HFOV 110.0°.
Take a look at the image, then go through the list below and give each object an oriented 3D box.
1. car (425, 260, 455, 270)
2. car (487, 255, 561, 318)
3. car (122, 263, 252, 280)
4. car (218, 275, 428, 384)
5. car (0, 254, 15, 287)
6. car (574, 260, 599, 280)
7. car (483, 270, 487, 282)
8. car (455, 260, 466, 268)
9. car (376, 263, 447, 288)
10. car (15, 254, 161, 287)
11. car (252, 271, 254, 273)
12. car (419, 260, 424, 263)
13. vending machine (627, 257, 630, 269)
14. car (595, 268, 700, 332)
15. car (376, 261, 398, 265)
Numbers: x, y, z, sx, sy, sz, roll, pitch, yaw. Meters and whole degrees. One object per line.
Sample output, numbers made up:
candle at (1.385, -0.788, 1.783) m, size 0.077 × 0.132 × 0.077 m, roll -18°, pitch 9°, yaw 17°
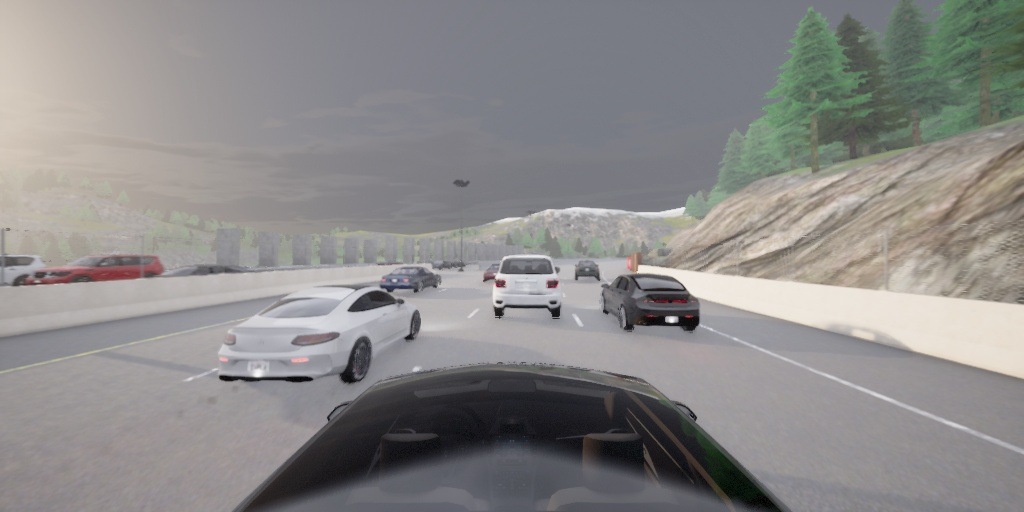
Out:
car at (-10.391, 1.329, 51.808) m, size 1.812 × 1.442 × 4.674 m, roll 0°, pitch 0°, yaw 15°
car at (0.604, 0.992, 13.249) m, size 2.150 × 2.045 × 5.566 m, roll 0°, pitch 0°, yaw 4°
car at (-16.643, 1.238, 18.822) m, size 1.837 × 1.490 × 4.892 m, roll 0°, pitch 0°, yaw 6°
car at (-3.234, 1.276, 6.982) m, size 1.812 × 1.442 × 4.674 m, roll 0°, pitch 0°, yaw 2°
car at (-27.286, 0.925, 17.862) m, size 2.150 × 2.045 × 5.566 m, roll 0°, pitch 0°, yaw 5°
car at (6.704, 1.169, 32.183) m, size 2.097 × 1.767 × 4.553 m, roll 0°, pitch 0°, yaw 11°
car at (-0.971, 1.355, 29.070) m, size 1.994 × 1.385 × 4.181 m, roll 0°, pitch 0°, yaw 9°
car at (-10.086, 1.424, 64.066) m, size 1.895 × 1.301 × 4.718 m, roll 0°, pitch 0°, yaw 20°
car at (-5.715, 1.313, 20.821) m, size 2.033 × 1.411 × 5.357 m, roll 0°, pitch 0°, yaw 7°
car at (-23.502, 0.939, 20.701) m, size 2.150 × 2.045 × 5.566 m, roll 0°, pitch 0°, yaw 6°
car at (-19.571, 1.298, 24.095) m, size 1.994 × 1.385 × 4.181 m, roll 0°, pitch 0°, yaw 8°
car at (-14.724, 1.370, 61.286) m, size 1.994 × 1.385 × 4.181 m, roll 0°, pitch 0°, yaw 19°
vending machine at (18.815, 1.085, 57.197) m, size 1.100 × 2.100 × 0.880 m, roll 0°, pitch 0°, yaw 21°
car at (3.982, 1.281, 11.033) m, size 1.837 × 1.490 × 4.892 m, roll 0°, pitch 0°, yaw 3°
car at (-19.664, 1.388, 57.379) m, size 1.895 × 1.301 × 4.718 m, roll 0°, pitch 0°, yaw 17°
